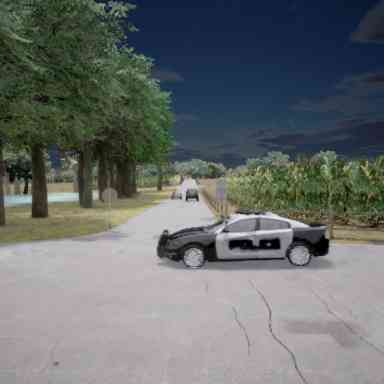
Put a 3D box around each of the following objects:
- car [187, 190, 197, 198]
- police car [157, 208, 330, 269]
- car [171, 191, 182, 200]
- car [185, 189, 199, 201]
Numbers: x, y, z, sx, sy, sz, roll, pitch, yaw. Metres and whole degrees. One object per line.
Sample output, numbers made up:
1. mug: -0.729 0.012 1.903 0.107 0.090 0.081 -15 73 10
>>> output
1. car: 0.033 0.361 65.465 1.882 1.535 5.008 0 2 0
2. police car: 1.554 1.351 10.468 5.238 1.638 1.930 -2 1 1
3. car: -2.720 0.603 59.642 1.812 1.442 4.674 0 2 0
4. car: 0.027 0.431 55.074 2.150 2.045 5.566 0 2 0
